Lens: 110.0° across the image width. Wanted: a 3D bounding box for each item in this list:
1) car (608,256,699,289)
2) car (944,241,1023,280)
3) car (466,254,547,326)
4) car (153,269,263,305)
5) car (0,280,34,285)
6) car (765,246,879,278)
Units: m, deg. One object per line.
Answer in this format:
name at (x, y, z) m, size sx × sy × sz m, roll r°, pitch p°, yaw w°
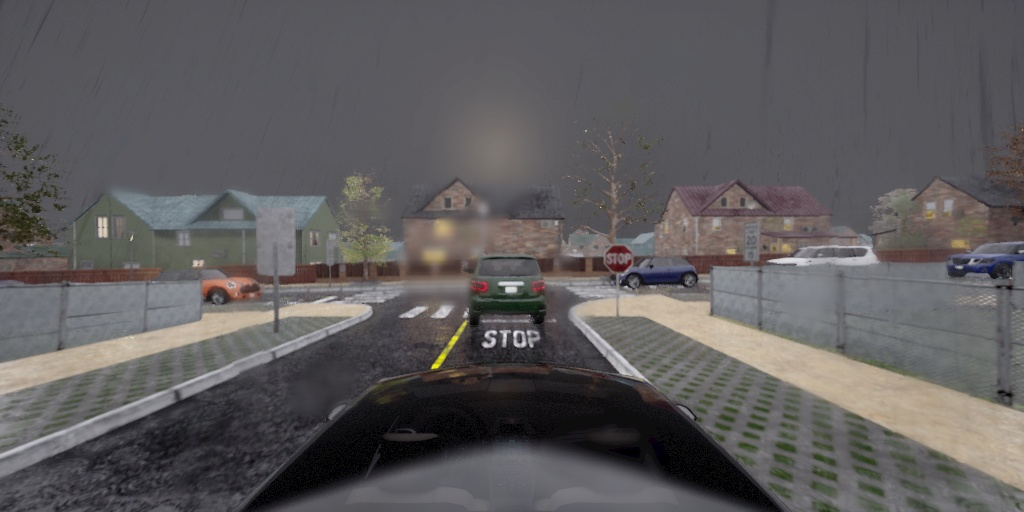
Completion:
car at (7.746, 0.830, 19.947) m, size 4.553 × 1.767 × 2.097 m, roll -1°, pitch 1°, yaw -3°
car at (27.917, 0.221, 20.181) m, size 5.566 × 2.045 × 2.150 m, roll -1°, pitch 1°, yaw 0°
car at (-0.344, 0.961, 11.839) m, size 2.150 × 2.045 × 5.566 m, roll 0°, pitch 0°, yaw -7°
car at (-14.676, 1.403, 17.210) m, size 4.553 × 1.767 × 2.097 m, roll -1°, pitch 1°, yaw 0°
car at (-24.601, 1.850, 17.207) m, size 4.181 × 1.385 × 1.994 m, roll -1°, pitch 1°, yaw 0°
car at (17.250, 0.472, 20.175) m, size 5.566 × 2.045 × 2.150 m, roll -1°, pitch 1°, yaw 0°
